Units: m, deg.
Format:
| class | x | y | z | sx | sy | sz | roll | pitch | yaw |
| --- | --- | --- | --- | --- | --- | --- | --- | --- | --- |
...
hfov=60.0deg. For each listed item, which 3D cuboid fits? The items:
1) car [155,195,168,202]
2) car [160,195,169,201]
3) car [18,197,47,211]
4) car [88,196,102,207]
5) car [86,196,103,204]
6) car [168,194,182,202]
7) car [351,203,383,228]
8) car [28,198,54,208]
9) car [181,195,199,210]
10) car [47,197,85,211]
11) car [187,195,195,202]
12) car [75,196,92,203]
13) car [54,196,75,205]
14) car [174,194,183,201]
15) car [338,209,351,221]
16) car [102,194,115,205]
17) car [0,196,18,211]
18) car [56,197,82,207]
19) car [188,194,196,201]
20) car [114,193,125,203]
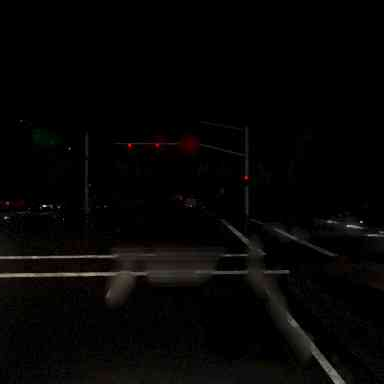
| class | x | y | z | sx | sy | sz | roll | pitch | yaw |
| --- | --- | --- | --- | --- | --- | --- | --- | --- | --- |
| car | -7.151 | 1.536 | 74.255 | 2.033 | 1.411 | 5.357 | 0 | 0 | 1 |
| car | -6.959 | 1.465 | 84.616 | 1.812 | 1.442 | 4.674 | 0 | 0 | 1 |
| car | -18.741 | 1.547 | 40.940 | 2.033 | 1.411 | 5.357 | 0 | 0 | 0 |
| car | -15.221 | 1.564 | 49.293 | 1.994 | 1.385 | 4.181 | 0 | 0 | 0 |
| car | -18.693 | 1.505 | 64.210 | 1.837 | 1.490 | 4.892 | 0 | 0 | 0 |
| car | -3.648 | 1.551 | 74.675 | 1.994 | 1.385 | 4.181 | 0 | 0 | 1 |
| car | 13.605 | 1.548 | 21.471 | 5.357 | 1.411 | 2.033 | 0 | 0 | 1 |
| car | -22.222 | 1.564 | 49.079 | 1.994 | 1.385 | 4.181 | 0 | 0 | 0 |
| car | -0.112 | 1.525 | 43.252 | 1.812 | 1.442 | 4.674 | 0 | 0 | 0 |
| car | -15.203 | 1.491 | 40.390 | 2.128 | 1.511 | 4.902 | 0 | 0 | 0 |
| car | -0.151 | 1.521 | 74.270 | 1.812 | 1.442 | 4.674 | 0 | 0 | 1 |
| car | -22.173 | 1.594 | 68.104 | 1.895 | 1.301 | 4.718 | 0 | 0 | 0 |
| car | -22.213 | 1.526 | 58.106 | 1.812 | 1.442 | 4.674 | 0 | 0 | 0 |
| car | -3.460 | 1.296 | 84.504 | 2.097 | 1.767 | 4.553 | 0 | 0 | 1 |
| car | 13.462 | 1.525 | 24.972 | 4.674 | 1.442 | 1.812 | 0 | 0 | 1 |
| car | -15.225 | 1.564 | 57.729 | 1.994 | 1.385 | 4.181 | 0 | 0 | 0 |
| car | -22.203 | 1.352 | 40.447 | 2.097 | 1.767 | 4.553 | 0 | 0 | 0 |
| car | -18.726 | 1.547 | 51.012 | 2.033 | 1.411 | 5.357 | 0 | 0 | 0 |
| car | 0.039 | 1.419 | 84.450 | 1.882 | 1.535 | 5.008 | 0 | 0 | 1 |
| car | -15.174 | 1.225 | 68.184 | 2.150 | 2.045 | 5.566 | 0 | 0 | 0 |
